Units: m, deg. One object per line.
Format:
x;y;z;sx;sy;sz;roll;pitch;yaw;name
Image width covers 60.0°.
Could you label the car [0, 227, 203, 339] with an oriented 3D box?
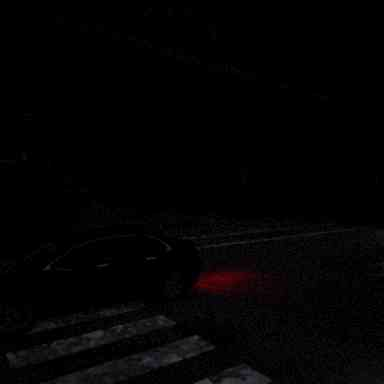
-2.046;1.522;6.686;4.892;1.490;1.837;0;0;-35;car
